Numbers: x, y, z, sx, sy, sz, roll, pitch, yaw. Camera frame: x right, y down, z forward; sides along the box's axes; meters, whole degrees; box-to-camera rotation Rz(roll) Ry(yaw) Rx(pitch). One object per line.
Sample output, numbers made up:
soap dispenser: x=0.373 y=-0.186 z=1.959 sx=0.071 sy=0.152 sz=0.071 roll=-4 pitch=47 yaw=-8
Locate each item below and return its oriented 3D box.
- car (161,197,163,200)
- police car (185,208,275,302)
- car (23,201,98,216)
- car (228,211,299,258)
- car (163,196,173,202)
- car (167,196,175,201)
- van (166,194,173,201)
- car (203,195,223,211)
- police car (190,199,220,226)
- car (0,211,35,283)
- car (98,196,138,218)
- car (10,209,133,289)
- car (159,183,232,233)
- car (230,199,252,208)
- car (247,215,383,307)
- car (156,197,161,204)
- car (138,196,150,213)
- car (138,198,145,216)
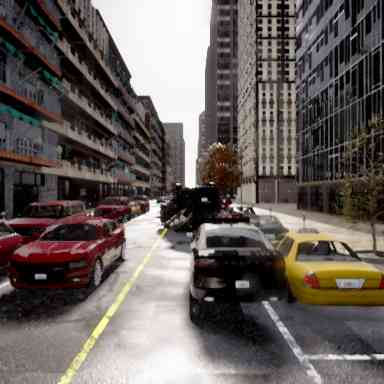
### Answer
car: x=-3.205 y=1.621 z=50.668 sx=1.895 sy=1.301 sz=4.718 roll=0 pitch=0 yaw=0
police car: x=0.881 y=1.421 z=8.425 sx=1.930 sy=1.638 sz=5.238 roll=0 pitch=0 yaw=0
car: x=-5.714 y=1.309 z=13.436 sx=2.192 sy=1.841 sz=5.009 roll=0 pitch=0 yaw=0
car: x=2.664 y=1.560 z=13.455 sx=1.947 sy=1.339 sz=4.313 roll=0 pitch=0 yaw=0
car: x=-5.869 y=1.663 z=81.394 sx=1.947 sy=1.339 sz=4.313 roll=0 pitch=0 yaw=0
car: x=-5.895 y=1.691 z=92.720 sx=2.008 sy=1.369 sz=4.403 roll=0 pitch=0 yaw=0
van: x=-5.882 y=1.458 z=87.059 sx=1.690 sy=1.788 sz=3.998 roll=0 pitch=0 yaw=0
car: x=2.601 y=1.321 z=41.770 sx=2.192 sy=1.841 sz=5.009 roll=0 pitch=0 yaw=0
police car: x=0.845 y=1.418 z=24.425 sx=1.930 sy=1.638 sz=5.238 roll=0 pitch=0 yaw=0
car: x=-5.702 y=1.436 z=7.772 sx=1.967 sy=1.590 sz=4.097 roll=0 pitch=0 yaw=0
car: x=-5.739 y=1.308 z=24.762 sx=2.192 sy=1.841 sz=5.009 roll=0 pitch=0 yaw=0
car: x=-3.123 y=1.473 z=9.355 sx=1.882 sy=1.535 sz=5.008 roll=0 pitch=0 yaw=0
car: x=-0.192 y=1.190 z=18.368 sx=2.150 sy=2.045 sz=5.566 roll=-2 pitch=-19 yaw=-19
car: x=2.652 y=1.433 z=19.118 sx=1.967 sy=1.590 sz=4.097 roll=0 pitch=0 yaw=0
car: x=2.677 y=1.521 z=7.961 sx=1.752 sy=1.417 sz=4.829 roll=0 pitch=0 yaw=0
car: x=-5.831 y=1.617 z=64.405 sx=1.947 sy=1.339 sz=4.313 roll=0 pitch=0 yaw=0
car: x=-5.766 y=1.314 z=36.090 sx=2.192 sy=1.841 sz=5.009 roll=0 pitch=0 yaw=0
car: x=-5.753 y=1.520 z=30.256 sx=1.752 sy=1.417 sz=4.829 roll=0 pitch=0 yaw=0
